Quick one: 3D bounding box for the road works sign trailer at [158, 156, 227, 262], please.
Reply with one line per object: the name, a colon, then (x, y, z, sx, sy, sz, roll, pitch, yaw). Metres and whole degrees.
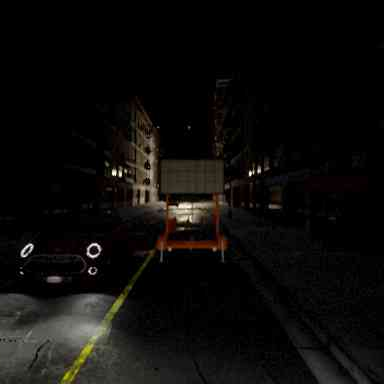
road works sign trailer: (0.012, 0.499, 12.197, 2.380, 3.560, 2.880, 0, 0, 0)

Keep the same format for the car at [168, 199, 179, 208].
car: (-3.056, 1.740, 52.888, 2.033, 1.411, 5.357, 0, 0, 0)

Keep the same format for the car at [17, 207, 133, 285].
car: (-3.097, 1.379, 9.712, 2.097, 1.767, 4.553, 0, 0, 0)
